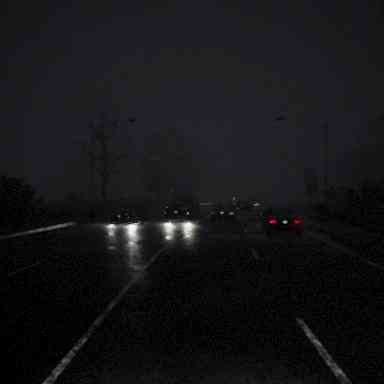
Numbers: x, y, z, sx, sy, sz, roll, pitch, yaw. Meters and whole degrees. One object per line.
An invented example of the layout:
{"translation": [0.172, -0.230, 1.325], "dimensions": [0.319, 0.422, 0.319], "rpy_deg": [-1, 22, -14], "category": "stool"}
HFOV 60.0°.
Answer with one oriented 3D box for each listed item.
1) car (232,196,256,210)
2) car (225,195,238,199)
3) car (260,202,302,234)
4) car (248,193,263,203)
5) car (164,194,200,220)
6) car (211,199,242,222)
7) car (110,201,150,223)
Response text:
{"translation": [6.661, 1.552, 42.518], "dimensions": [1.994, 1.385, 4.181], "rpy_deg": [0, 0, 17], "category": "car"}
{"translation": [8.113, 1.312, 65.946], "dimensions": [2.097, 1.767, 4.553], "rpy_deg": [0, 0, 25], "category": "car"}
{"translation": [5.011, 1.547, 19.165], "dimensions": [2.033, 1.411, 5.357], "rpy_deg": [0, 0, 8], "category": "car"}
{"translation": [12.757, 1.188, 67.506], "dimensions": [2.150, 2.045, 5.566], "rpy_deg": [0, 0, 27], "category": "car"}
{"translation": [-0.704, 1.199, 28.514], "dimensions": [2.150, 2.045, 5.566], "rpy_deg": [0, 0, 11], "category": "car"}
{"translation": [2.604, 1.536, 26.114], "dimensions": [2.033, 1.411, 5.357], "rpy_deg": [0, 0, 11], "category": "car"}
{"translation": [-4.721, 1.475, 25.820], "dimensions": [1.837, 1.490, 4.892], "rpy_deg": [0, 0, 10], "category": "car"}
